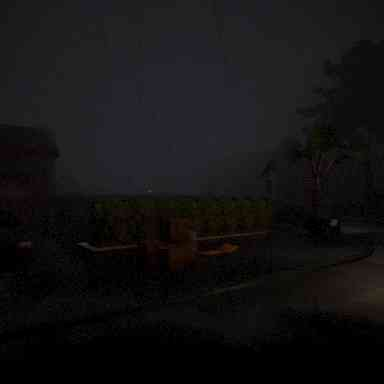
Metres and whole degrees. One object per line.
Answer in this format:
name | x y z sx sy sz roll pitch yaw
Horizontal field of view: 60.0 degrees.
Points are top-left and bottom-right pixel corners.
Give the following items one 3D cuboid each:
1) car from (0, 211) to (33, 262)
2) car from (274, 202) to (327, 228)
car | -6.477 1.356 10.777 2.033 1.415 5.357 0 0 -33
car | 6.622 1.478 22.438 1.882 1.535 5.008 0 0 -35
